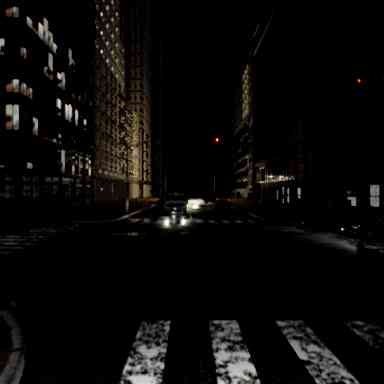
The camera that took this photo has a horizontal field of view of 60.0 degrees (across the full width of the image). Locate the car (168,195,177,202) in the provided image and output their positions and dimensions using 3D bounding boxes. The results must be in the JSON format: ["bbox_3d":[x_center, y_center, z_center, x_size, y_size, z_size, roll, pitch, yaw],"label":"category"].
[{"bbox_3d":[-4.377,1.392,74.921,1.967,1.590,4.097,0,0,0],"label":"car"}]

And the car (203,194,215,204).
[{"bbox_3d":[3.585,1.284,63.923,2.192,1.841,5.009,0,0,0],"label":"car"}]

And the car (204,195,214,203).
[{"bbox_3d":[3.544,1.400,69.451,1.967,1.590,4.097,0,0,0],"label":"car"}]

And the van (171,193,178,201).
[{"bbox_3d":[-4.458,1.276,85.975,1.690,1.788,3.998,0,0,0],"label":"van"}]

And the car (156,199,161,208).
[{"bbox_3d":[-4.173,1.571,47.283,1.802,1.307,4.206,0,0,0],"label":"car"}]

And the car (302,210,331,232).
[{"bbox_3d":[9.317,1.707,20.753,4.674,1.442,1.812,1,0,3],"label":"car"}]

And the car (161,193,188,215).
[{"bbox_3d":[-1.604,1.224,33.749,2.150,2.045,5.566,0,0,0],"label":"car"}]

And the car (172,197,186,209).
[{"bbox_3d":[-1.688,1.517,45.451,1.812,1.442,4.674,0,0,0],"label":"car"}]

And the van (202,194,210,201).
[{"bbox_3d":[3.463,1.284,80.506,1.690,1.788,3.998,0,0,0],"label":"van"}]

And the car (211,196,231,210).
[{"bbox_3d":[3.797,1.560,41.815,1.947,1.339,4.313,0,0,0],"label":"car"}]

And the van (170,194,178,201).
[{"bbox_3d":[-4.417,1.284,80.448,1.690,1.788,3.998,0,0,0],"label":"van"}]

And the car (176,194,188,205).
[{"bbox_3d":[-1.765,1.326,59.604,2.097,1.767,4.553,0,0,0],"label":"car"}]

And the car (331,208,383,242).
[{"bbox_3d":[10.143,1.706,17.164,4.892,1.490,1.837,1,0,-3],"label":"car"}]

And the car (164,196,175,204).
[{"bbox_3d":[-4.295,1.535,63.866,1.947,1.339,4.313,0,0,0],"label":"car"}]
